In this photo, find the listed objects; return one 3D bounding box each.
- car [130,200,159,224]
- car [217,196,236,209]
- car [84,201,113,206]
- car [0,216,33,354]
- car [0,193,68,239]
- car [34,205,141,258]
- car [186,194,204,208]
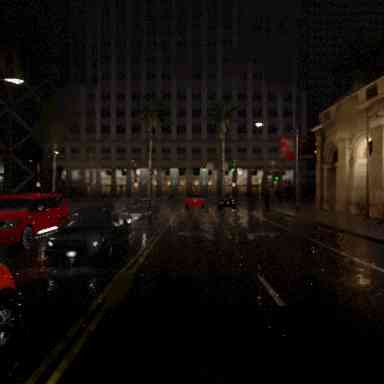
[{"bbox_3d":[-3.371,1.292,22.634,2.128,1.511,4.902,0,1,1],"label":"car"},{"bbox_3d":[3.878,1.212,38.051,2.033,1.411,5.357,0,1,1],"label":"car"},{"bbox_3d":[-6.854,1.333,24.297,2.033,1.411,5.357,0,1,1],"label":"car"},{"bbox_3d":[-3.590,1.325,2.936,2.097,1.767,4.553,0,1,0],"label":"car"},{"bbox_3d":[-6.999,1.099,13.867,2.150,2.045,5.566,0,1,1],"label":"car"},{"bbox_3d":[-3.527,1.437,12.530,2.033,1.411,5.357,0,1,1],"label":"car"},{"bbox_3d":[0.343,0.997,40.223,2.097,1.767,4.553,0,0,0],"label":"car"}]
